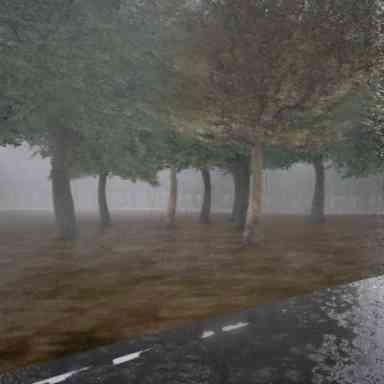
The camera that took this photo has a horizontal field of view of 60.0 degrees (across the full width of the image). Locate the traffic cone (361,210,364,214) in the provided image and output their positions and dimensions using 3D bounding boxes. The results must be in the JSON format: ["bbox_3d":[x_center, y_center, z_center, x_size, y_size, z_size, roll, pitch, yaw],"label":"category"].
[{"bbox_3d":[32.158,3.769,62.657,0.340,0.580,0.340,0,-3,-22],"label":"traffic cone"}]
